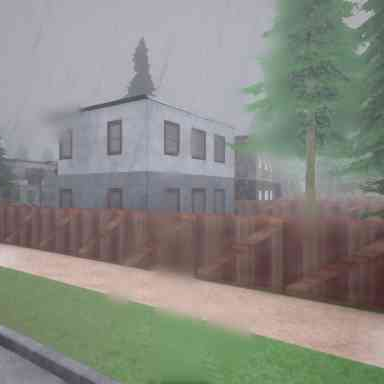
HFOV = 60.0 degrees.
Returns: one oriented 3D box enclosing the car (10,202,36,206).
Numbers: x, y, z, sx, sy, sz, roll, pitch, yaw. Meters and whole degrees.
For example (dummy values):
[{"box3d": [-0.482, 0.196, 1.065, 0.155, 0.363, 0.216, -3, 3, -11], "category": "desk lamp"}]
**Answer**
[{"box3d": [-15.363, 1.582, 29.328, 1.895, 1.301, 4.718, 0, 0, 28], "category": "car"}]
